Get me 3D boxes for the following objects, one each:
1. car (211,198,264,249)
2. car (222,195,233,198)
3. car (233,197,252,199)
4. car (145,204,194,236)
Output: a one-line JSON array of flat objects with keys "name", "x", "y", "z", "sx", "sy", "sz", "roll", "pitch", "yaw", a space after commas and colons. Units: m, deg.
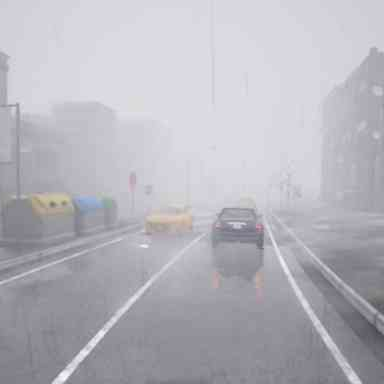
[{"name": "car", "x": 2.105, "y": 1.365, "z": 15.030, "sx": 2.097, "sy": 1.767, "sz": 4.553, "roll": 1, "pitch": 0, "yaw": 9}, {"name": "car", "x": 6.512, "y": 1.363, "z": 59.370, "sx": 2.097, "sy": 1.767, "sz": 4.553, "roll": 1, "pitch": 0, "yaw": 11}, {"name": "car", "x": 6.000, "y": 1.384, "z": 36.561, "sx": 2.097, "sy": 1.767, "sz": 4.553, "roll": 1, "pitch": 0, "yaw": 10}, {"name": "car", "x": -1.103, "y": 1.449, "z": 18.461, "sx": 1.882, "sy": 1.535, "sz": 5.008, "roll": 1, "pitch": 0, "yaw": 10}]
